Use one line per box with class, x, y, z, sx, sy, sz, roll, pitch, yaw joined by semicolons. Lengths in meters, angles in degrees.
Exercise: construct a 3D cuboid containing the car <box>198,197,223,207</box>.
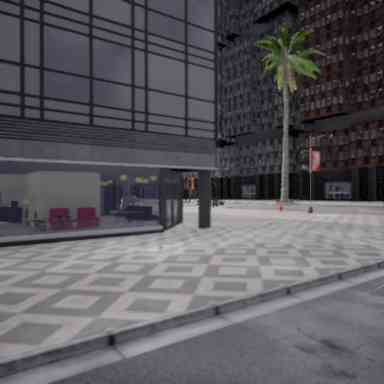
car;2.838;1.582;51.963;1.837;1.490;4.892;0;1;-36
